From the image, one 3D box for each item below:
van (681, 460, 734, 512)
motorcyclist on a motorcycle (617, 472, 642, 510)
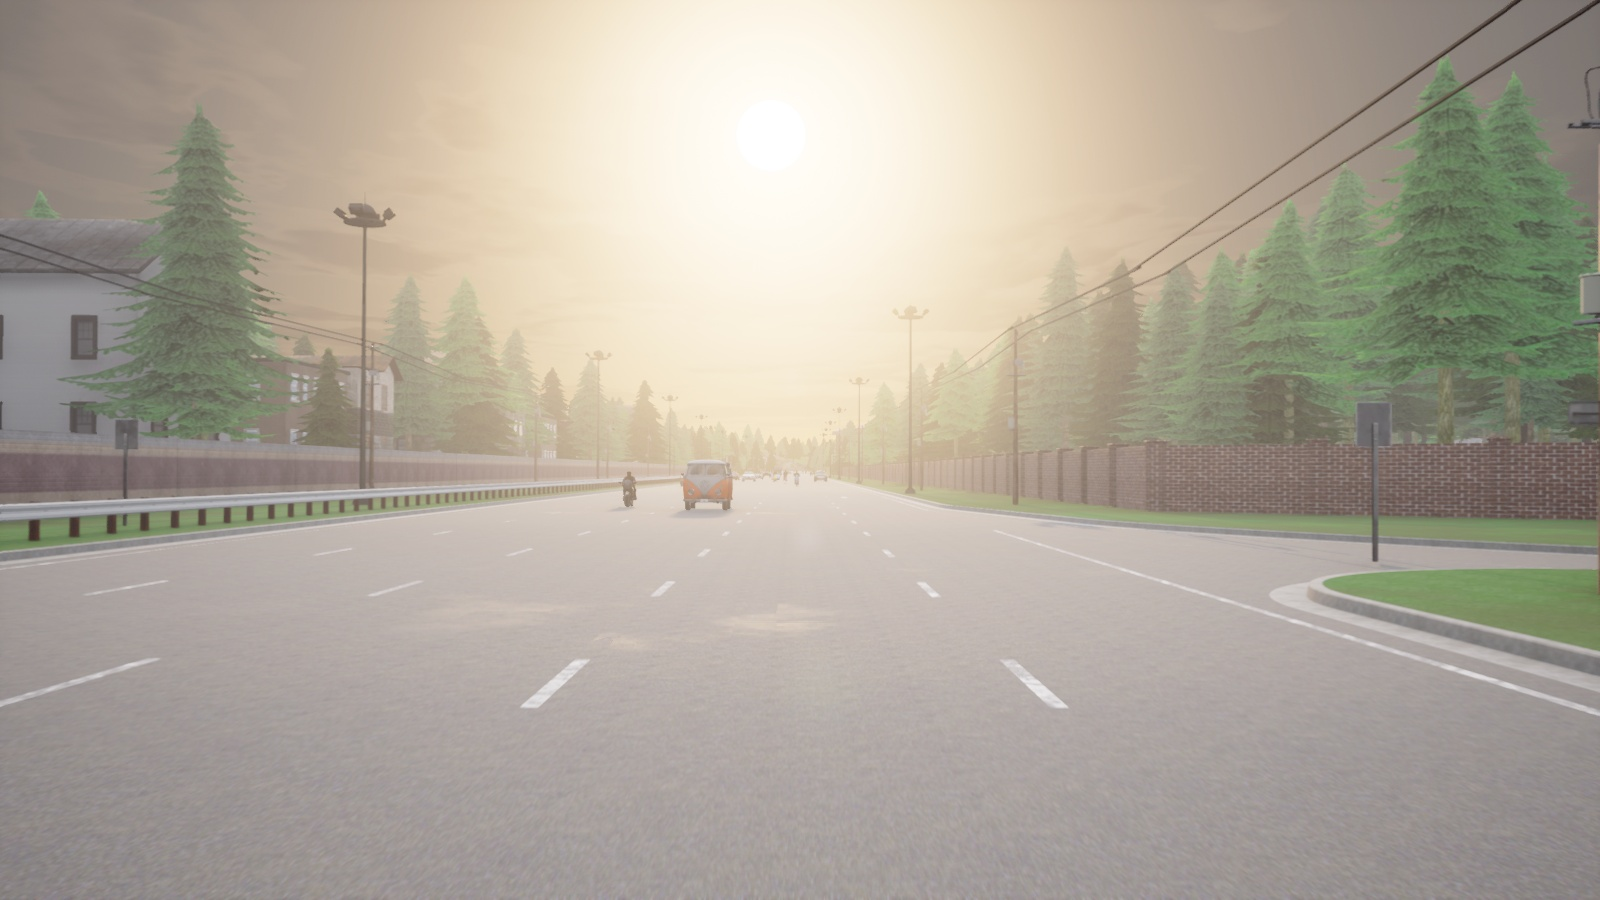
[{"bbox_3d":[-3.624,1.413,49.940,1.775,1.987,4.442,0,-1,0],"label":"van"},{"bbox_3d":[-7.143,1.703,52.689,0.797,1.523,2.044,0,-1,-1],"label":"motorcyclist on a motorcycle"}]
